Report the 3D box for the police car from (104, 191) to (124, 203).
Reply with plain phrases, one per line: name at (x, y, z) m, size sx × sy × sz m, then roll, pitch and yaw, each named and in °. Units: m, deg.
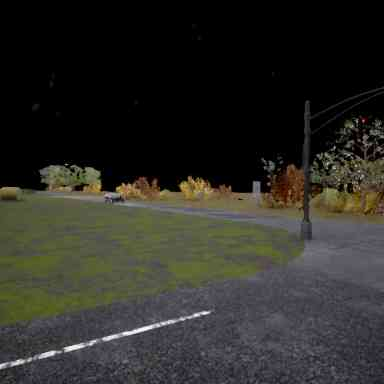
police car at (-11.649, 0.741, 49.720) m, size 1.930 × 1.638 × 5.238 m, roll 1°, pitch 0°, yaw -32°
